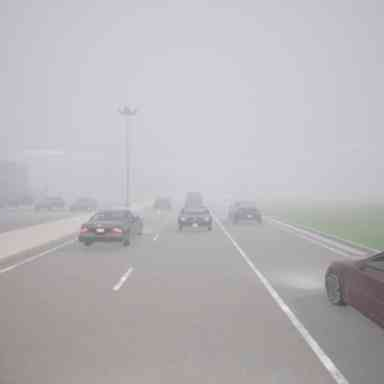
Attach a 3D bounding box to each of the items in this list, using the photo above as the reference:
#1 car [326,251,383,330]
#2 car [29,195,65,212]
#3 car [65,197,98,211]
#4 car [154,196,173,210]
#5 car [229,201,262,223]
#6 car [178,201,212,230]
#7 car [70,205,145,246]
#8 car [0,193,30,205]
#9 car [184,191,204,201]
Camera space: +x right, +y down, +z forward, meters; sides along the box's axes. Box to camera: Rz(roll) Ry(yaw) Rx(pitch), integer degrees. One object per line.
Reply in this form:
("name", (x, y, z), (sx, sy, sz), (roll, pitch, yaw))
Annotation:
("car", (3.631, 1.494, 4.873), (1.812, 1.442, 4.674), (0, 0, 0))
("car", (-14.872, 1.169, 35.220), (1.837, 1.490, 4.892), (0, 0, 0))
("car", (-11.372, 1.318, 35.207), (1.837, 1.490, 4.892), (0, 0, 0))
("car", (-3.261, 1.230, 38.079), (2.128, 1.511, 4.902), (0, 0, 0))
("car", (3.684, 1.367, 23.486), (1.812, 1.442, 4.674), (0, 0, 0))
("car", (0.171, 1.465, 19.889), (1.895, 1.301, 4.718), (0, 0, 0))
("car", (-3.349, 1.445, 14.703), (2.033, 1.411, 5.357), (0, 0, 0))
("car", (-18.372, 0.904, 35.231), (1.837, 1.490, 4.892), (0, 0, 0))
("car", (0.251, 0.942, 41.352), (2.150, 2.045, 5.566), (0, 1, 0))
